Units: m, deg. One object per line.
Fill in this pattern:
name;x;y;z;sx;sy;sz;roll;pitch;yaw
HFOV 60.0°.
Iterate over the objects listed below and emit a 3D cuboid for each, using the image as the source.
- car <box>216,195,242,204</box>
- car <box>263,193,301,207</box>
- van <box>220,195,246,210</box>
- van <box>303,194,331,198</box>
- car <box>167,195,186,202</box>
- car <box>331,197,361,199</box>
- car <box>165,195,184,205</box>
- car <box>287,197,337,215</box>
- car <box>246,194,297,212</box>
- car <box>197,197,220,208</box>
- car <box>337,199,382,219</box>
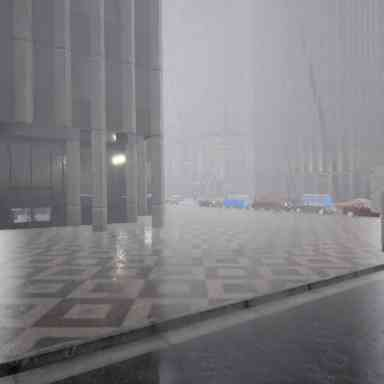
car;6.214;1.298;56.431;1.752;1.417;4.829;-1;1;-36
car;12.742;1.131;47.305;2.192;1.841;5.009;-1;1;-36
van;5.798;1.295;42.351;1.690;1.788;3.998;-1;1;-36
van;15.958;1.179;42.813;1.690;1.788;3.998;-1;1;-36
car;-3.333;1.259;69.771;2.008;1.369;4.403;-1;1;-36
car;19.076;1.386;38.461;1.752;1.417;4.829;-1;1;-36
car;-3.852;1.440;55.828;2.008;1.369;4.403;-1;1;-36
car;12.235;1.550;33.369;2.008;1.369;4.403;-1;1;-36
car;9.016;1.291;37.858;2.192;1.841;5.009;-1;1;-36
car;2.582;1.373;46.843;1.967;1.590;4.097;-1;1;-36
car;15.453;1.567;28.877;1.887;1.381;4.507;-1;1;-36
